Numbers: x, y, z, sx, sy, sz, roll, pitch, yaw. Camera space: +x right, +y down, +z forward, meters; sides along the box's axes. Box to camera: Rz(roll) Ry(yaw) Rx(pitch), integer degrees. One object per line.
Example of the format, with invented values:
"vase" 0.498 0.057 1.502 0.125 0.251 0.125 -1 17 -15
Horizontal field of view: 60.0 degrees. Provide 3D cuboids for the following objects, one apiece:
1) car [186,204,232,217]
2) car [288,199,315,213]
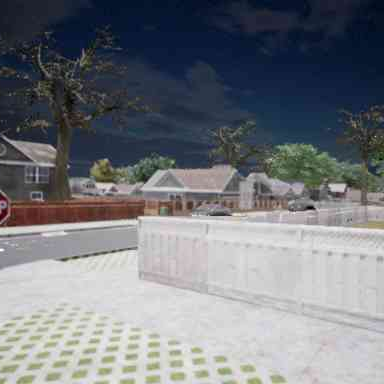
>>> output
"car" 1.460 1.754 27.055 2.128 1.511 4.902 2 0 36
"car" 15.066 1.971 45.479 2.150 2.045 5.566 2 -1 36
